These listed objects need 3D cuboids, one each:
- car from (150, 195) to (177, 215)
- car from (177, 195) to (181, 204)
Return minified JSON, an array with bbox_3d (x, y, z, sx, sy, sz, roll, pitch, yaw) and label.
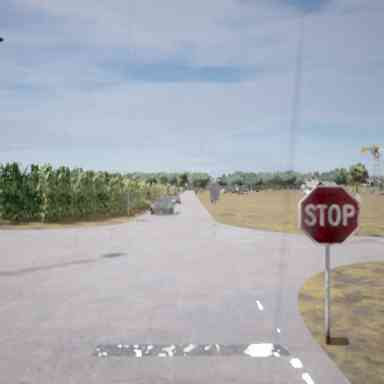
[{"bbox_3d":[-2.827,1.298,32.557,2.097,1.767,4.553,0,0,0],"label":"car"},{"bbox_3d":[-2.887,1.281,57.035,2.128,1.511,4.902,0,0,0],"label":"car"}]
